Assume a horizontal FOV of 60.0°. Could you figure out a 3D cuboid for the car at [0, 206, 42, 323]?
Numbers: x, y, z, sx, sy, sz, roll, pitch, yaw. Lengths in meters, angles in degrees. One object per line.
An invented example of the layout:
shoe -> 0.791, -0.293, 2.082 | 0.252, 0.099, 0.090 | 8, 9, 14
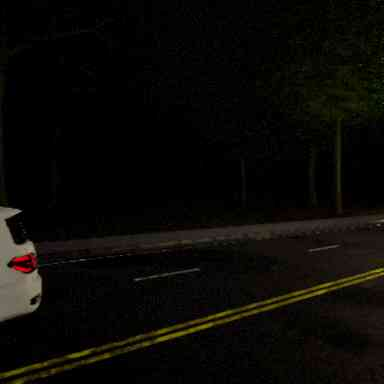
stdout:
car -> -4.930, 1.222, 4.173 | 5.566, 2.045, 2.150 | 0, 0, -35
